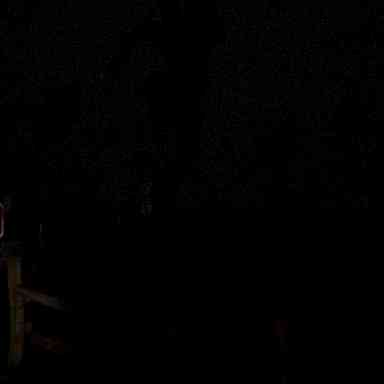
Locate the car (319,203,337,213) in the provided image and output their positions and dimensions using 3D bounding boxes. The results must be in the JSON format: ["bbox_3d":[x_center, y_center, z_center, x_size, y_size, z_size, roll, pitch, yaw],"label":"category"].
[{"bbox_3d":[22.334,2.602,54.558,1.882,1.535,5.008,-1,-2,35],"label":"car"}]
